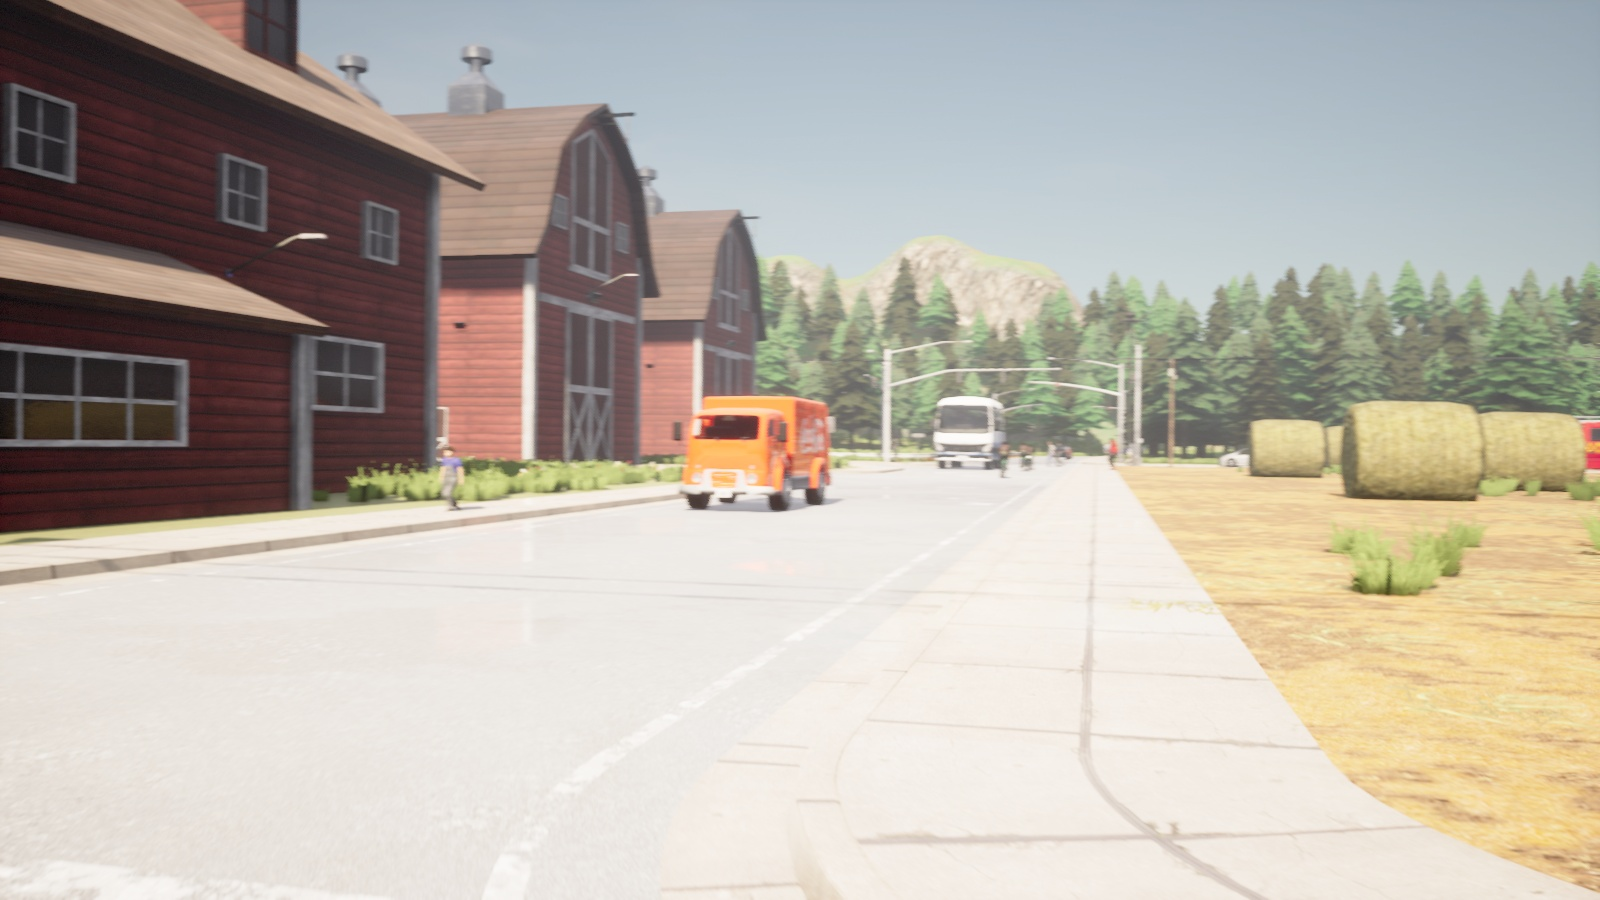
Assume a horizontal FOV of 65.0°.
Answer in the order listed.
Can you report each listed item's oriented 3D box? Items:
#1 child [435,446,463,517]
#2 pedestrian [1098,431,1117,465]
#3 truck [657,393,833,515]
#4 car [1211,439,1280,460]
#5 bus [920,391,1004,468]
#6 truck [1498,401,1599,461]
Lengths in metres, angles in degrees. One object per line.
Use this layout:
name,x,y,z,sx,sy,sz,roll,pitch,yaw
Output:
child,-6.325,0.568,22.618,0.270,1.263,0.437,0,0,22
pedestrian,16.850,-0.125,68.808,0.899,1.844,0.634,0,0,20
truck,-1.073,0.073,28.118,2.627,2.467,5.204,0,0,13
car,32.094,-0.036,90.515,4.514,1.525,2.007,0,0,14
bus,9.867,-1.168,75.376,3.944,4.253,10.273,0,0,13
truck,50.832,-1.226,82.200,8.468,3.827,2.891,0,0,14
